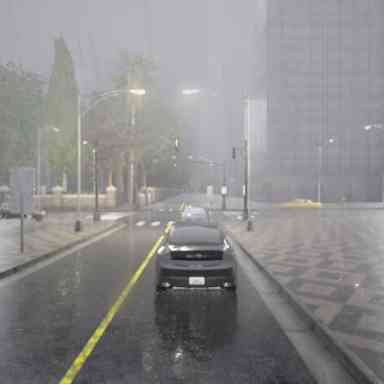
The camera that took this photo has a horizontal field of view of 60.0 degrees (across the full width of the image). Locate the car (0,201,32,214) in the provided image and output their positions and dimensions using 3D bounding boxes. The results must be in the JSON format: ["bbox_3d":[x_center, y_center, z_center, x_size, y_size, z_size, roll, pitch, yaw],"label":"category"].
[{"bbox_3d":[-20.424,1.728,37.209,4.206,1.307,1.802,0,1,0],"label":"car"}]

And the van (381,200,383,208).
[{"bbox_3d":[23.331,1.128,36.955,3.998,1.788,1.690,-1,1,0],"label":"van"}]

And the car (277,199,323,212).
[{"bbox_3d":[11.922,1.434,37.023,4.829,1.417,1.752,-1,1,0],"label":"car"}]

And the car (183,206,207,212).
[{"bbox_3d":[0.205,1.600,20.825,2.033,1.411,5.357,0,0,2],"label":"car"}]

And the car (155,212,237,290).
[{"bbox_3d":[0.099,1.535,9.118,1.837,1.490,4.892,0,0,0],"label":"car"}]

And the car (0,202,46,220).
[{"bbox_3d":[-14.937,1.700,28.652,4.403,1.369,2.008,0,1,0],"label":"car"}]
